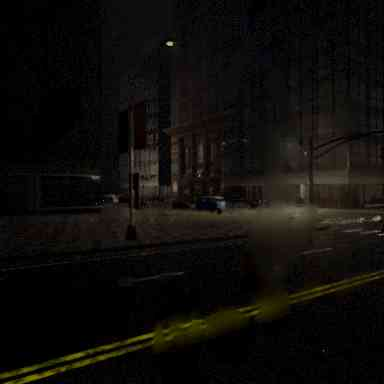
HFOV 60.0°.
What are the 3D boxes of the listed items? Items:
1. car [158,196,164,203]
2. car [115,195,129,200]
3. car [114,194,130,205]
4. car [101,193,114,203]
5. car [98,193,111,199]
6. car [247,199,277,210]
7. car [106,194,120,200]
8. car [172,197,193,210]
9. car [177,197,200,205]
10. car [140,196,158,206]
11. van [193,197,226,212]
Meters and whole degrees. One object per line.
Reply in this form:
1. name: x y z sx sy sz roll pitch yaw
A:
1. car: -7.228 1.399 66.622 1.887 1.381 4.507 0 0 -35
2. car: -17.057 1.323 80.427 1.802 1.307 4.206 0 0 -35
3. car: -10.894 1.263 57.073 2.192 1.841 5.009 0 0 -35
4. car: -17.447 1.191 66.276 2.192 1.841 5.009 0 0 -35
5. car: -23.610 1.105 89.629 1.967 1.590 4.097 0 0 -35
6. car: 9.155 1.583 43.614 1.947 1.339 4.313 0 0 -35
7. car: -20.334 1.253 85.028 2.008 1.369 4.403 0 0 -35
8. car: -1.065 1.628 43.270 1.802 1.307 4.206 0 0 -35
9. car: -0.675 1.505 57.419 1.802 1.307 4.206 0 0 -35
10. car: -7.618 1.422 52.473 1.967 1.590 4.097 0 0 -35
11. van: 2.211 1.417 38.667 1.690 1.788 3.998 0 0 -35
